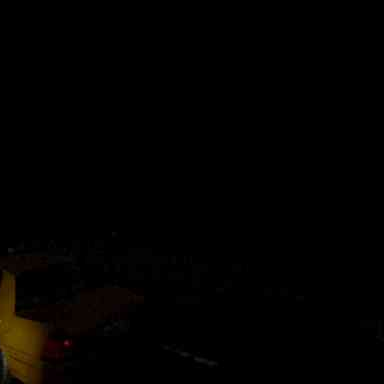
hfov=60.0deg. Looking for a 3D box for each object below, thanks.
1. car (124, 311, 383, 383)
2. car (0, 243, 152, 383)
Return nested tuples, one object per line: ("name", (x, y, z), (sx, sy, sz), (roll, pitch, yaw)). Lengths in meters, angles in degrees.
("car", (1.951, 1.560, 1.700), (4.403, 1.369, 2.008), (1, 1, 35))
("car", (-2.738, 1.460, 5.037), (4.829, 1.417, 1.752), (1, 1, 35))
